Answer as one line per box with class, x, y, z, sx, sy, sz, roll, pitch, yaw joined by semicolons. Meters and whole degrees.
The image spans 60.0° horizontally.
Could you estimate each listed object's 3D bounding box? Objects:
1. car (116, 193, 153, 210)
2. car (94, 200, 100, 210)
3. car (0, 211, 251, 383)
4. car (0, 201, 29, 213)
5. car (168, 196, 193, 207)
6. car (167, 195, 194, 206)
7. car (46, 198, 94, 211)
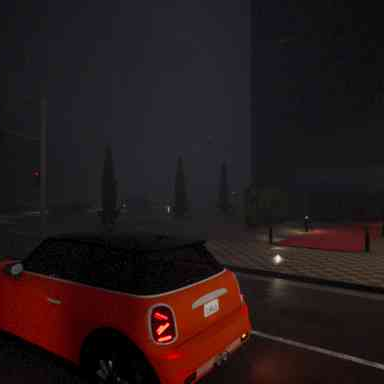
car;-7.534;1.218;43.269;2.150;2.045;5.566;0;0;36
car;-13.588;1.487;40.884;2.128;1.511;4.902;0;0;36
car;-1.505;1.352;5.070;4.553;1.767;2.097;0;0;36
car;-19.052;1.596;33.342;1.895;1.301;4.718;0;0;36
car;-1.714;1.522;51.278;1.812;1.442;4.674;0;0;36
car;-1.915;1.348;56.939;2.097;1.767;4.553;0;0;36
car;-13.266;1.597;35.363;1.895;1.301;4.718;0;0;36
